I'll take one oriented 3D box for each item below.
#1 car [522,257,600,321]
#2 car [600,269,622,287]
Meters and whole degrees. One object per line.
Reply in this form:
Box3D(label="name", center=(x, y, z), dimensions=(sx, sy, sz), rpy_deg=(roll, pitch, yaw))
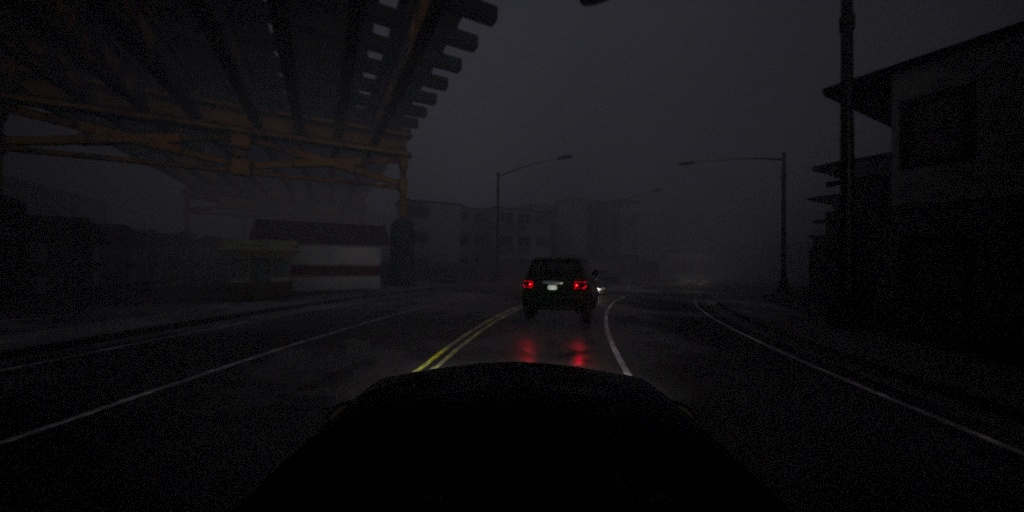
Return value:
Box3D(label="car", center=(1.919, 1.074, 13.196), dimensions=(2.150, 2.045, 5.566), rpy_deg=(0, -1, 16))
Box3D(label="car", center=(7.932, 1.874, 31.612), dimensions=(1.882, 1.535, 5.008), rpy_deg=(0, -2, 42))
